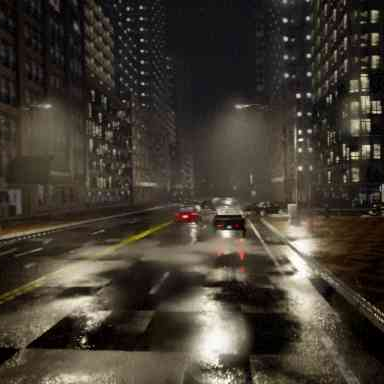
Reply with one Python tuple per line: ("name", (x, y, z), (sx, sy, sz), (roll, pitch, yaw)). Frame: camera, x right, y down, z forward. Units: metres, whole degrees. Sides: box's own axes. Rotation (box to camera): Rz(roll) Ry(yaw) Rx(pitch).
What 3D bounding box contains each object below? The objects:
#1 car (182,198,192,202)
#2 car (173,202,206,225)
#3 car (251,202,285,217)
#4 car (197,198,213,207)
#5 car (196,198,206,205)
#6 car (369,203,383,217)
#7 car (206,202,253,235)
("car", (-1.134, 2.140, 75.209), (1.837, 1.490, 4.892), (-1, 0, 7))
("car", (-0.259, 1.786, 26.405), (1.994, 1.385, 4.181), (-1, 0, 7))
("car", (7.771, 1.783, 35.238), (4.892, 1.490, 1.837), (-1, -3, -35))
("car", (2.233, 1.849, 47.524), (1.812, 1.442, 4.674), (-1, -1, 7))
("car", (2.093, 2.099, 74.827), (1.812, 1.442, 4.674), (-1, 0, 7))
("car", (19.646, 1.714, 32.324), (4.403, 1.369, 2.008), (-1, 0, 6))
("car", (2.206, 1.611, 19.601), (2.128, 1.511, 4.902), (-1, 0, 7))
